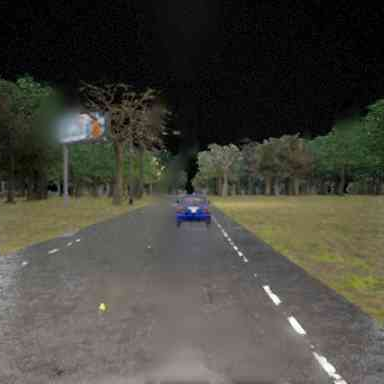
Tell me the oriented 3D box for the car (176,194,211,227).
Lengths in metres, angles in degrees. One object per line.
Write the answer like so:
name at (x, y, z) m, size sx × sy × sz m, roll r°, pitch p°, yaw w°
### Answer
car at (0.104, 1.169, 22.321) m, size 2.150 × 2.045 × 5.566 m, roll 0°, pitch 1°, yaw 0°

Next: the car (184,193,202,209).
car at (0.109, 1.103, 42.442) m, size 2.097 × 1.767 × 4.553 m, roll 0°, pitch 0°, yaw 0°
